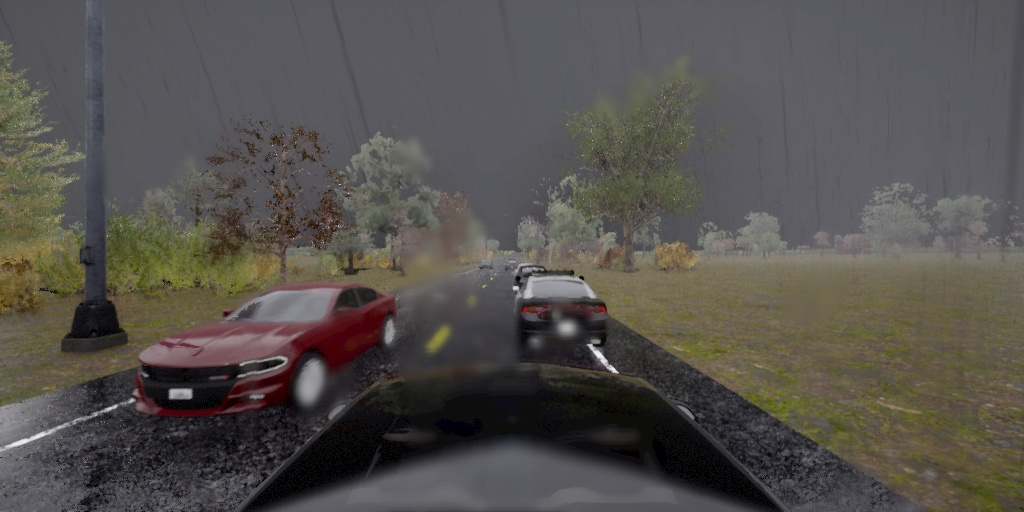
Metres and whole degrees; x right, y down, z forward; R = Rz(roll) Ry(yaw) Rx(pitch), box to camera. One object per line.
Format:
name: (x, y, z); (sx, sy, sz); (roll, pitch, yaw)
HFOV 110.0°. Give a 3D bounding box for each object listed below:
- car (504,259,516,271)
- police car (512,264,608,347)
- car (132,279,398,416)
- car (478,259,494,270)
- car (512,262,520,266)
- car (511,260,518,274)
car: (0.035, 1.218, 47.433); (1.812, 1.442, 4.674); (0, 0, 1)
police car: (1.050, 1.169, 9.430); (1.930, 1.638, 5.238); (0, 0, 0)
car: (-3.600, 1.224, 6.394); (1.882, 1.535, 5.008); (0, 0, 0)
car: (-3.587, 1.191, 50.054); (1.837, 1.490, 4.892); (0, 0, 0)
car: (1.050, 1.241, 19.320); (1.837, 1.490, 4.892); (0, 0, 0)
car: (1.050, 1.255, 25.321); (1.812, 1.442, 4.674); (0, 0, 0)
